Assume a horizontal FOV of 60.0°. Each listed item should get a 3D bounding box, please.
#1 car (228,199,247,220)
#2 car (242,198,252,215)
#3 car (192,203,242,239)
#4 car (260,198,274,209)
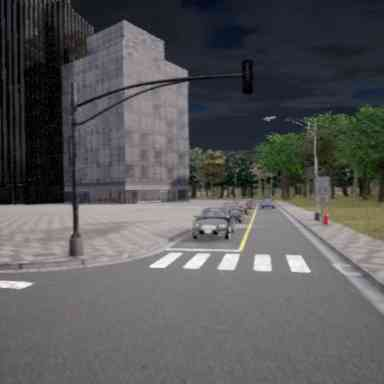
[{"bbox_3d":[3.186,1.611,26.859,1.837,1.490,4.892,-1,0,12],"label":"car"},{"bbox_3d":[5.184,1.602,36.096,1.882,1.535,5.008,-1,0,12],"label":"car"},{"bbox_3d":[1.262,1.577,17.847,2.128,1.511,4.902,-1,0,12],"label":"car"},{"bbox_3d":[10.917,1.639,48.104,2.033,1.411,5.357,-1,0,12],"label":"car"}]
